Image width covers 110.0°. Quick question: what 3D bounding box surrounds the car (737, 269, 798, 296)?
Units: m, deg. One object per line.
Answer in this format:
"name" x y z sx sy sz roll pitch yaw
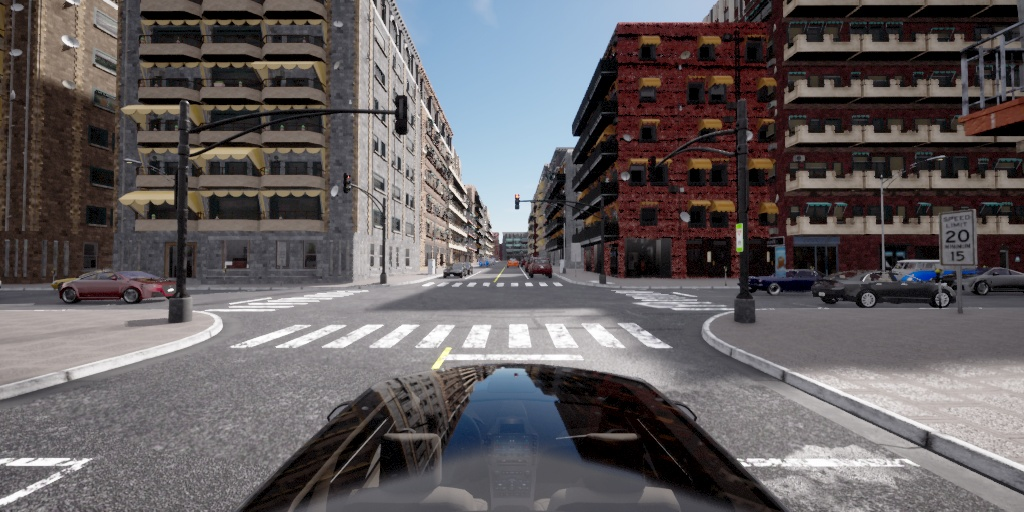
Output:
"car" 14.576 1.347 18.804 4.718 1.301 1.895 0 -1 -2

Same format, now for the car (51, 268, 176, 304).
"car" -17.187 1.339 15.978 4.181 1.385 1.994 0 -1 0

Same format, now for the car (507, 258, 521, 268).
"car" 0.186 1.176 63.723 2.097 1.767 4.553 0 0 0

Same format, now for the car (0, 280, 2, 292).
"car" -26.676 1.027 16.022 5.566 2.045 2.150 0 -1 0

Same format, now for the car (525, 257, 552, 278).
"car" 2.612 1.076 33.689 2.192 1.841 5.009 0 0 0

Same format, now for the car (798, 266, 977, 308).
"car" 13.762 1.185 13.380 4.403 1.370 2.007 0 0 0

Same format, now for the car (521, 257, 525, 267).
"car" 2.628 1.086 44.812 2.192 1.841 5.009 0 0 0

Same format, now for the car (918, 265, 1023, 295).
"car" 24.582 1.287 18.768 4.181 1.385 1.994 0 -1 0

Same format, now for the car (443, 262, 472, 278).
"car" -5.269 1.328 33.655 1.948 1.339 4.313 0 0 0

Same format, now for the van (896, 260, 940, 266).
"van" 24.931 1.115 21.216 3.998 1.789 1.690 0 0 0
